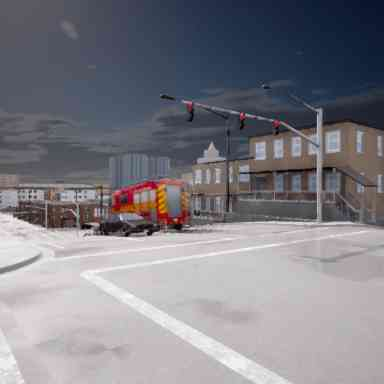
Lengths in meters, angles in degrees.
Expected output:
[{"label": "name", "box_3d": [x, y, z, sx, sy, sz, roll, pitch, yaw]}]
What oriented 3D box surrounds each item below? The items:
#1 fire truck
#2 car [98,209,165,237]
[{"label": "fire truck", "box_3d": [-3.603, 1.132, 26.112, 2.891, 3.827, 8.468, 0, -7, -36]}, {"label": "car", "box_3d": [-4.147, 2.011, 20.773, 2.033, 1.411, 5.357, 0, -5, -36]}]
